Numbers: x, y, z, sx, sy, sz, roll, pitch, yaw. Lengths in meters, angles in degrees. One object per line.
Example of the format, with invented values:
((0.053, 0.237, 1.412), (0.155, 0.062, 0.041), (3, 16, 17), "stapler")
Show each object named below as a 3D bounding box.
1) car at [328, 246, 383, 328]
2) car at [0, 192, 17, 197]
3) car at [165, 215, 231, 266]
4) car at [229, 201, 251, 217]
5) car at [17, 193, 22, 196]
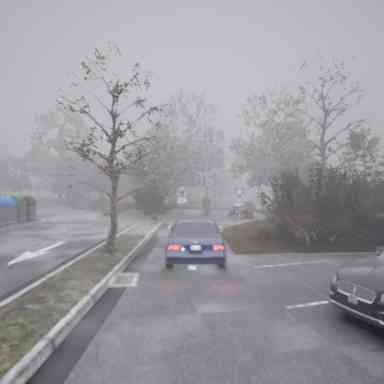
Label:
((4.835, 1.477, 6.099), (4.892, 1.521, 2.231), (1, 0, -20), "car")
((-24.382, 1.342, 42.165), (2.435, 2.045, 5.566), (1, -2, -19), "car")
((0.102, 1.517, 11.358), (2.033, 1.411, 5.357), (0, 0, 0), "car")
((4.704, 1.605, 32.440), (1.812, 1.442, 4.674), (0, 0, 14), "car")
((-26.956, 0.754, 48.982), (4.674, 1.442, 1.812), (4, -2, 2), "car")
